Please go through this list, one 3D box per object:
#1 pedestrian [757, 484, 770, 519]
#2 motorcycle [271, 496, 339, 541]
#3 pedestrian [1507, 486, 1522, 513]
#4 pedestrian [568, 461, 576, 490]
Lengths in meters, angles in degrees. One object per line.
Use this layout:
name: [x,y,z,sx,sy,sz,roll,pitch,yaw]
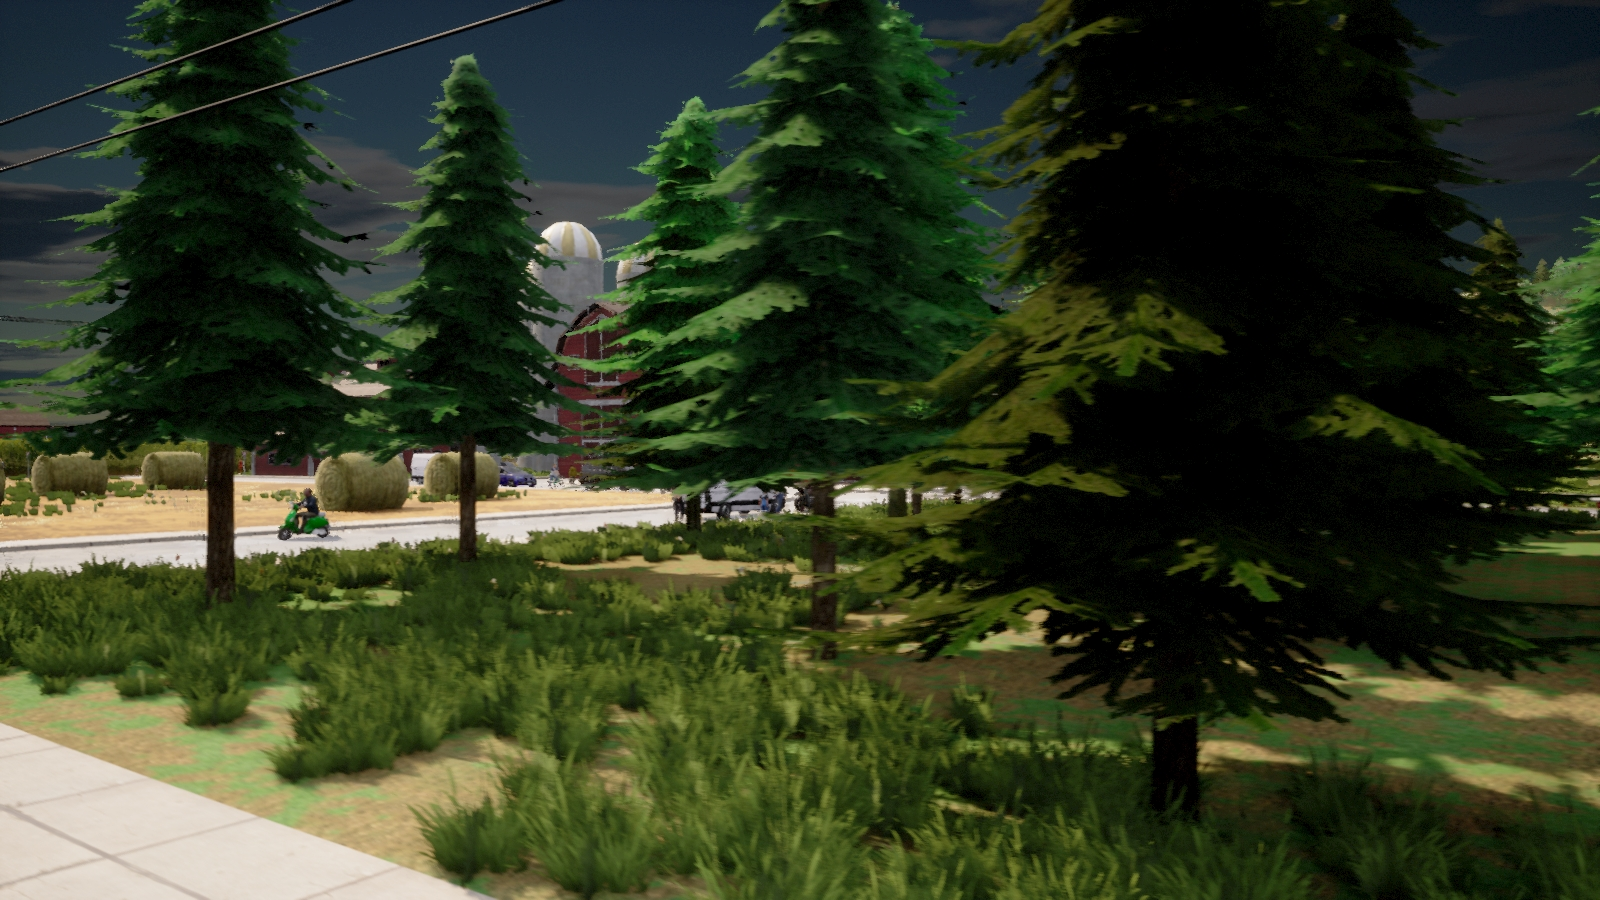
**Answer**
pedestrian: [-1.387,1.977,43.807,0.375,1.300,0.375,0,0,24]
motorcycle: [-15.617,2.144,36.071,0.856,1.316,1.805,0,0,34]
pedestrian: [29.868,2.050,47.760,0.500,1.100,0.500,0,0,40]
pedestrian: [-15.010,1.673,75.316,0.375,1.860,0.375,0,0,-39]
